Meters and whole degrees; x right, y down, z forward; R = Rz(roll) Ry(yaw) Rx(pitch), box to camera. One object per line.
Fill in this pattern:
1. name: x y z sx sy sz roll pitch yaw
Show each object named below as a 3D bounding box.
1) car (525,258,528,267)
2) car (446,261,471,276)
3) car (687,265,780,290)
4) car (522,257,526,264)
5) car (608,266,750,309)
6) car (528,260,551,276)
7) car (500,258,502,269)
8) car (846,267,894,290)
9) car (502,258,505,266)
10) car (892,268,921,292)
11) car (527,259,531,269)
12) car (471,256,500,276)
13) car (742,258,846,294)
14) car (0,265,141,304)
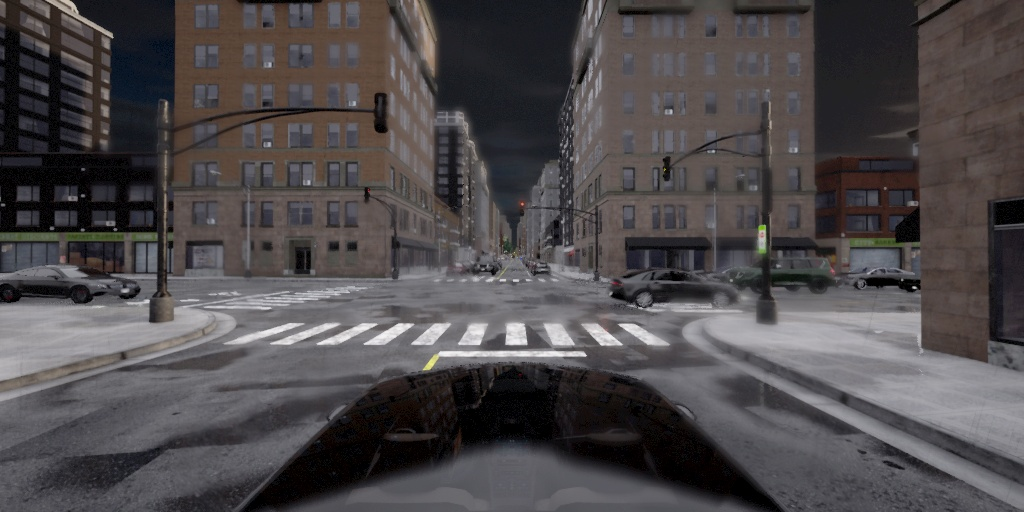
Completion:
1. car: 3.100 1.297 47.279 2.007 1.370 4.403 0 0 1
2. car: -5.561 1.332 36.319 1.802 1.307 4.207 0 0 1
3. car: 14.824 1.399 24.245 4.902 1.511 2.128 0 -1 2
4. car: 3.303 1.309 63.870 1.948 1.339 4.313 0 0 1
5. car: 6.372 1.259 14.345 4.892 1.490 1.837 0 0 0
6. car: 2.965 1.315 36.219 1.948 1.339 4.313 0 0 1
7. car: -2.661 1.253 47.914 1.837 1.490 4.892 0 0 1
8. car: 24.229 1.461 24.189 4.902 1.511 2.128 0 -1 0
9. car: -2.525 1.346 58.170 1.895 1.301 4.718 0 0 1
10. car: 25.716 1.548 20.933 4.718 1.301 1.895 0 -1 0
11. car: 3.033 1.293 41.749 1.888 1.381 4.507 0 0 1
12. car: -2.784 0.972 37.826 2.150 2.045 5.566 0 0 1
13. car: 15.614 1.103 20.998 5.566 2.045 2.150 0 -1 0
14. car: -17.926 1.105 14.506 4.674 1.442 1.812 1 -1 1
